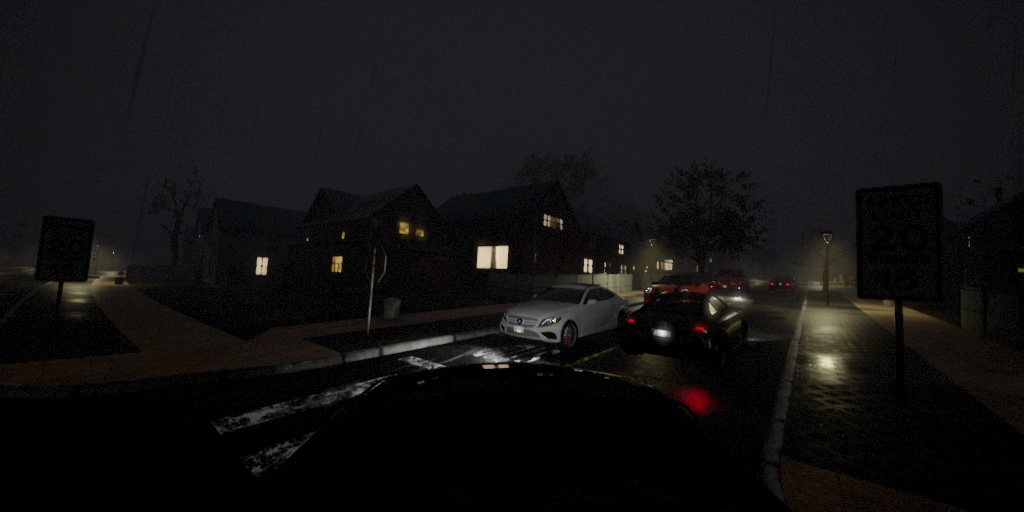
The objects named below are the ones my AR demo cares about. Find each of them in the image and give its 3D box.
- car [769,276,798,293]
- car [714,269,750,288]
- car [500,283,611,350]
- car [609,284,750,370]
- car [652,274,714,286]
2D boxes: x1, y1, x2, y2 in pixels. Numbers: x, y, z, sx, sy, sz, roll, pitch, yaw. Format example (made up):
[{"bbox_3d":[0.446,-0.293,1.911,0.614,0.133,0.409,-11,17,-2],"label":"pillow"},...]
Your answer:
[{"bbox_3d":[25.741,2.667,34.146,2.033,1.411,5.357,0,-2,40],"label":"car"},{"bbox_3d":[17.951,2.063,29.354,2.150,2.045,5.566,0,-2,40],"label":"car"},{"bbox_3d":[1.689,1.502,9.997,1.812,1.442,4.674,0,-2,41],"label":"car"},{"bbox_3d":[4.209,1.544,8.514,1.994,1.385,4.181,0,-2,40],"label":"car"},{"bbox_3d":[8.226,1.677,17.758,2.097,1.767,4.553,0,-2,40],"label":"car"}]
